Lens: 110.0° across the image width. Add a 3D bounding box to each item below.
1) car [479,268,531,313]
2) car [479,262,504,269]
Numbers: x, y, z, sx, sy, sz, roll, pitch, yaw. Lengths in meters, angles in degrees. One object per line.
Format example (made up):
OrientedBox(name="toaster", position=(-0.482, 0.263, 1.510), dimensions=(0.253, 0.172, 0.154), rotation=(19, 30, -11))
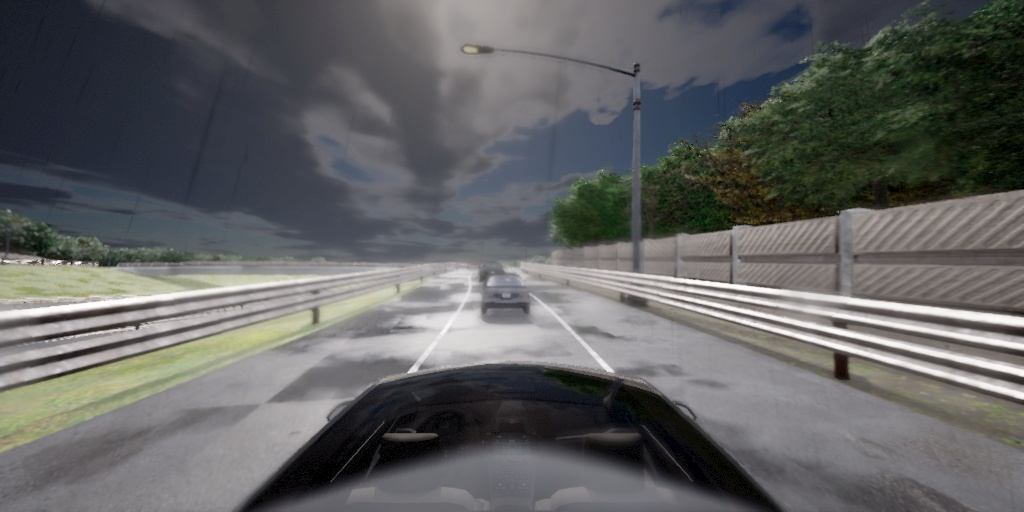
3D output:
OrientedBox(name="car", position=(-0.326, 1.396, 14.565), dimensions=(2.033, 1.411, 5.357), rotation=(0, 0, -3))
OrientedBox(name="car", position=(-1.749, 1.306, 30.553), dimensions=(2.097, 1.767, 4.553), rotation=(0, -1, -7))
